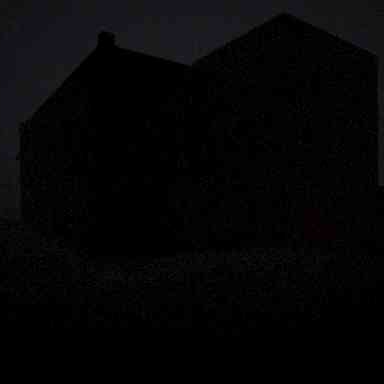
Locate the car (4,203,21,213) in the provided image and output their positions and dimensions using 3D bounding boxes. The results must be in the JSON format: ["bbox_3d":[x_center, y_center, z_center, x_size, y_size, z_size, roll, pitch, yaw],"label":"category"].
[{"bbox_3d":[-28.277,2.620,54.010,4.553,1.767,2.185,0,-3,26],"label":"car"}]

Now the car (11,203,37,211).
[{"bbox_3d":[-35.140,3.180,69.503,5.366,1.575,1.946,0,-2,26],"label":"car"}]
